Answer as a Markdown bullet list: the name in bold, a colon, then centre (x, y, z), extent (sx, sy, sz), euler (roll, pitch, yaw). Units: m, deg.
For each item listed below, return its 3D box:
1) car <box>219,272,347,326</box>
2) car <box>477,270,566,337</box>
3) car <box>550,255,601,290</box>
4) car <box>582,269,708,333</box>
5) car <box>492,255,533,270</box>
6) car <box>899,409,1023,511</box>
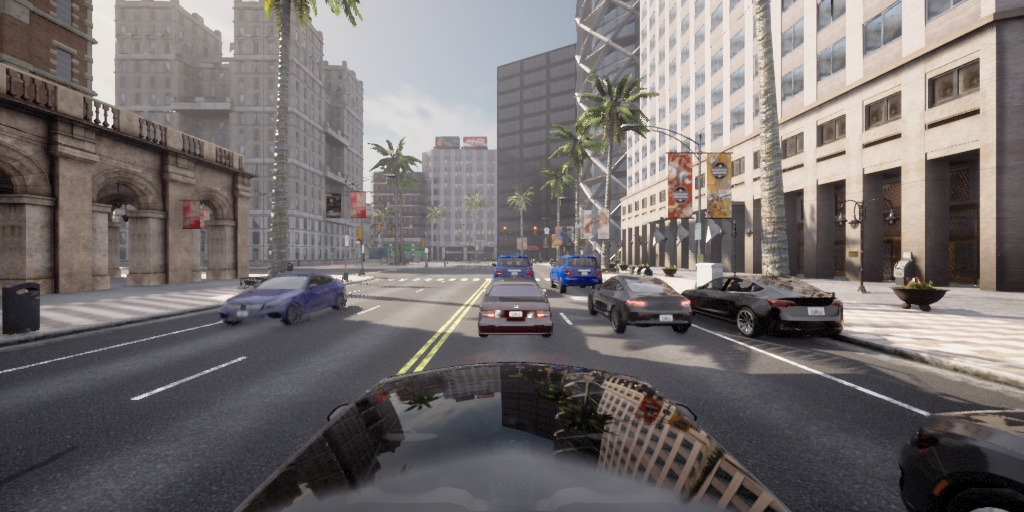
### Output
- **car**: centre (-7.122, 1.276, 11.805), extent (1.812, 1.442, 4.674), euler (0, 0, 0)
- **car**: centre (0.070, 1.297, 10.248), extent (2.033, 1.411, 5.357), euler (0, 0, 0)
- **car**: centre (3.547, 0.971, 20.601), extent (2.150, 2.045, 5.566), euler (0, 0, -2)
- **car**: centre (3.564, 1.276, 10.637), extent (1.812, 1.442, 4.674), euler (0, 0, -1)
- **car**: centre (0.048, 0.971, 20.467), extent (2.150, 2.045, 5.566), euler (0, 0, -2)
- **car**: centre (3.600, 1.255, 0.417), extent (1.837, 1.490, 4.892), euler (0, 0, 0)
